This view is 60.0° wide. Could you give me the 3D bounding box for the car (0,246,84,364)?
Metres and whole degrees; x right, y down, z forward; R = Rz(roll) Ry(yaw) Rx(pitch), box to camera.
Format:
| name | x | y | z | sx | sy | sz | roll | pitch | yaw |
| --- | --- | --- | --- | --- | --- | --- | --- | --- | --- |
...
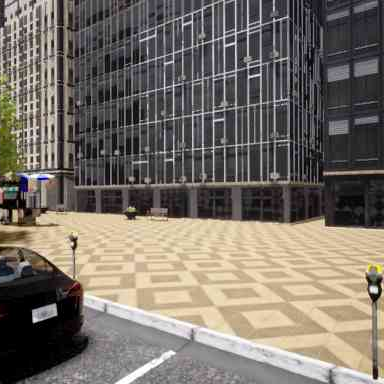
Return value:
| name | x | y | z | sx | sy | sz | roll | pitch | yaw |
| --- | --- | --- | --- | --- | --- | --- | --- | --- | --- |
| car | -3.553 | 1.566 | 5.418 | 4.313 | 1.339 | 1.947 | 0 | 0 | 36 |
